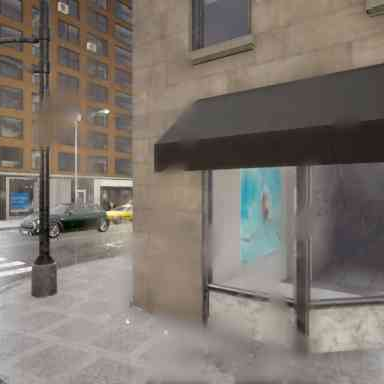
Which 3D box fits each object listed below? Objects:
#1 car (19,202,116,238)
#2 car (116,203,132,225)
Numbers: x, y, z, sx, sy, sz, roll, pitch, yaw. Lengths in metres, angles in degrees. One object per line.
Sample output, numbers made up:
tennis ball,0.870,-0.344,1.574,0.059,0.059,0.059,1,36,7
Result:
car,-6.709,1.366,17.871,2.097,1.767,4.553,0,0,36
car,-4.906,1.548,24.696,1.752,1.417,4.829,0,0,36
